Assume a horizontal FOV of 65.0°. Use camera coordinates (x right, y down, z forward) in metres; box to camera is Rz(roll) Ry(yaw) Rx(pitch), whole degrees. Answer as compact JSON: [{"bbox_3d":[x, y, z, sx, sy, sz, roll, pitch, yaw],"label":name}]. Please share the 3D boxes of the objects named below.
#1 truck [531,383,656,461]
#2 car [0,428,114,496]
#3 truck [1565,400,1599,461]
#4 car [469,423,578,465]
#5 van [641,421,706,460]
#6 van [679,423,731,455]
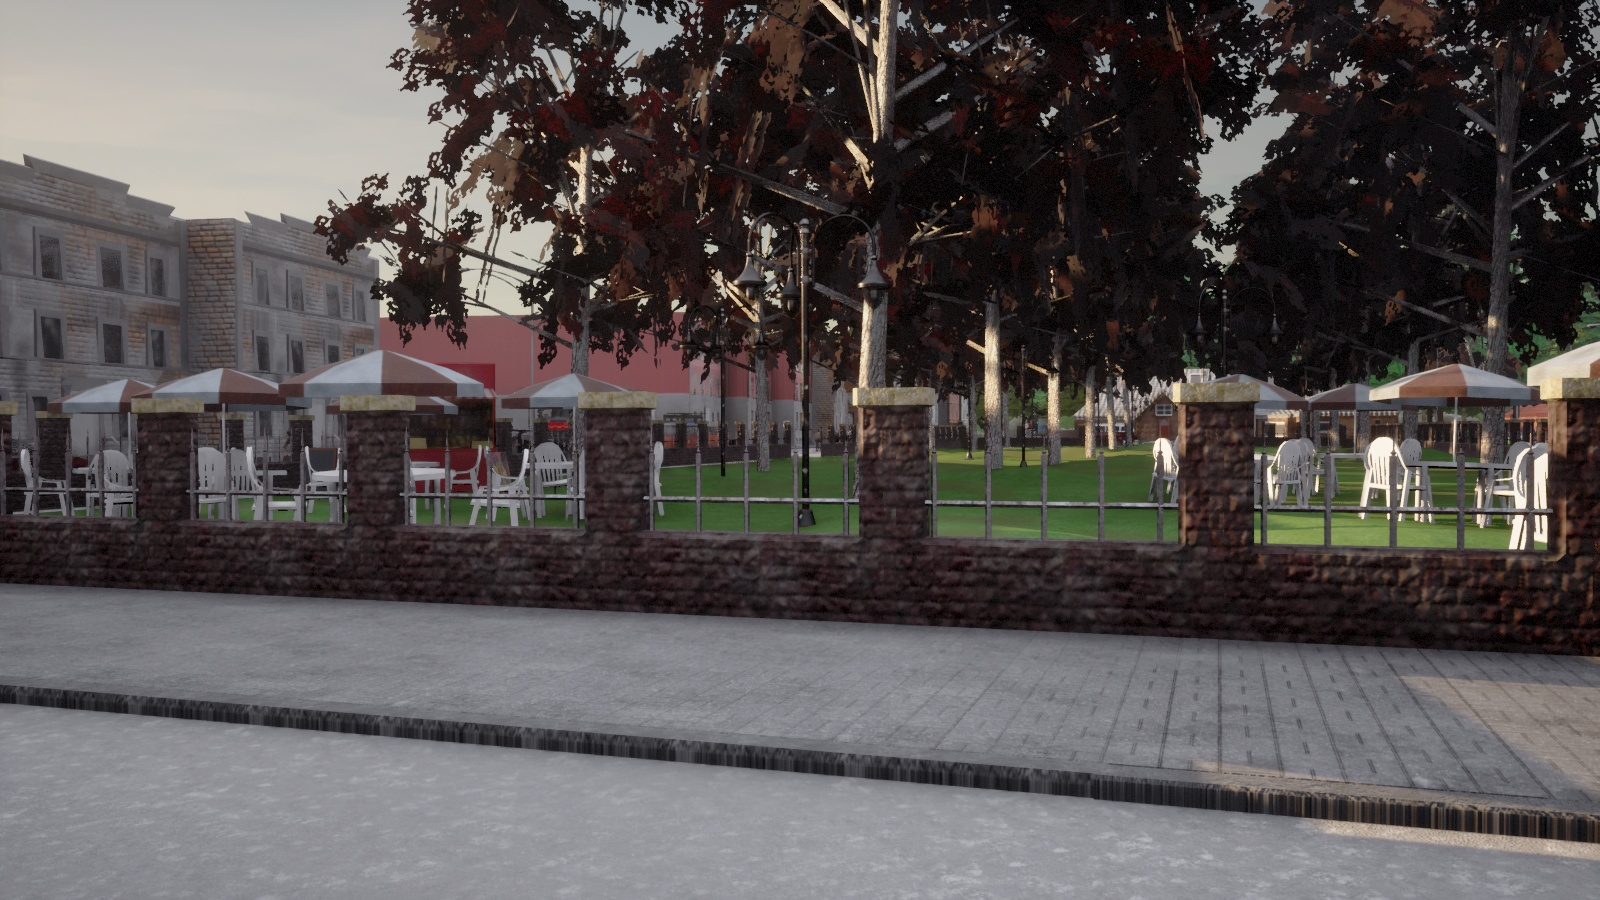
[{"bbox_3d":[-10.734,-1.440,66.297,2.891,3.827,8.468,1,1,18],"label":"truck"},{"bbox_3d":[-18.835,0.264,29.298,1.882,1.535,5.008,1,1,19],"label":"car"},{"bbox_3d":[48.391,-1.179,75.343,2.891,3.462,7.936,1,1,22],"label":"truck"},{"bbox_3d":[-11.333,-0.268,51.850,2.152,1.651,5.027,1,1,18],"label":"car"},{"bbox_3d":[-6.606,-0.503,66.058,1.775,1.987,4.442,1,1,18],"label":"van"},{"bbox_3d":[-6.042,-0.730,80.381,1.775,1.987,4.442,1,1,18],"label":"van"}]
